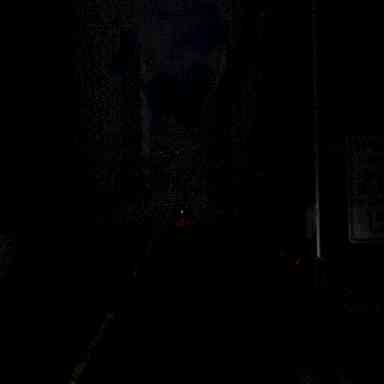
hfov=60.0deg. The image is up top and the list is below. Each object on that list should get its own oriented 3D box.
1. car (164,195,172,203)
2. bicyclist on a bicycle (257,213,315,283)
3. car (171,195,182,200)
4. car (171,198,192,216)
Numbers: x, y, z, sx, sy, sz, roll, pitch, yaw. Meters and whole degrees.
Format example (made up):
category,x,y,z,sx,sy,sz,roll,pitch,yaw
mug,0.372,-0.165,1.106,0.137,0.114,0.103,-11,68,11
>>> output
category,x,y,z,sx,sy,sz,roll,pitch,yaw
car,-5.352,1.853,76.397,1.895,1.301,4.718,-1,0,-2
bicyclist on a bicycle,2.345,1.331,7.837,1.656,1.620,0.582,0,0,-2
car,-1.523,1.614,48.346,2.097,1.767,4.553,-1,0,-2
car,-1.080,1.721,35.592,1.837,1.490,4.892,-1,0,-2
